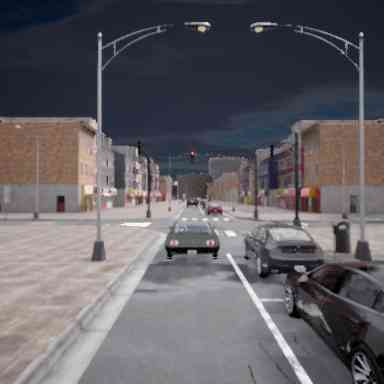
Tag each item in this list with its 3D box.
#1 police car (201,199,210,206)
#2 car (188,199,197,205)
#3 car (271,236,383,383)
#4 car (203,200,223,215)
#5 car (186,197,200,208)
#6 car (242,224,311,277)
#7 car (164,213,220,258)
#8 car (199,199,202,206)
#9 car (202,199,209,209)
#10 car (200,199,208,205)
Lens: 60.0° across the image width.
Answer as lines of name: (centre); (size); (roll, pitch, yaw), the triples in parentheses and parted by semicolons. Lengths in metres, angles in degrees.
police car: (3.037, 2.380, 77.672); (1.930, 1.638, 5.238); (0, -1, 0)
car: (0.028, 2.355, 79.533); (2.033, 1.411, 5.357); (0, -1, 0)
car: (2.642, 1.614, 4.689); (1.947, 1.339, 4.313); (0, -1, 0)
car: (2.653, 1.982, 39.394); (1.887, 1.381, 4.507); (0, -1, 0)
car: (0.031, 1.992, 64.726); (2.150, 2.045, 5.566); (0, 0, 0)
car: (2.644, 1.658, 10.365); (2.008, 1.369, 4.403); (0, -1, 0)
car: (0.013, 1.740, 13.267); (1.895, 1.301, 4.718); (0, -1, 0)
car: (2.658, 2.219, 56.431); (1.947, 1.339, 4.313); (0, -1, 0)
car: (2.655, 2.034, 45.243); (1.752, 1.417, 4.829); (0, -1, 0)
car: (3.054, 2.582, 84.560); (1.812, 1.442, 4.674); (0, -1, 0)
